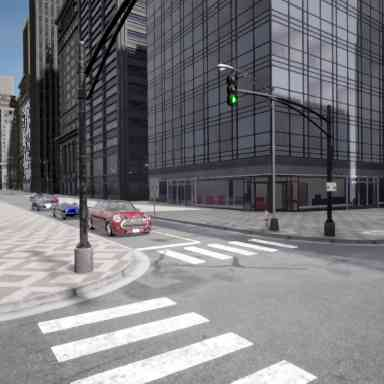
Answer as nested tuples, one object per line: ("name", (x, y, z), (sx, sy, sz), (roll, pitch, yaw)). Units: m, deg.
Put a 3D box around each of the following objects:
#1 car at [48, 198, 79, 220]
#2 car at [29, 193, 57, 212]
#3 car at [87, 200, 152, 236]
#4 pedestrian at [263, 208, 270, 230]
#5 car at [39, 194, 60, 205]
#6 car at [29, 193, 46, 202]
("car", (-9.616, 1.390, 26.083), (1.895, 1.301, 4.718), (-1, 1, -34))
("car", (-15.446, 1.179, 34.669), (2.128, 1.511, 4.902), (-1, 1, -34))
("car", (-3.931, 1.234, 17.708), (2.097, 1.767, 4.553), (-1, 1, -34))
("pedestrian", (3.894, 1.374, 17.302), (0.500, 1.100, 0.500), (0, 0, -34))
("car", (-20.585, 1.064, 47.886), (1.994, 1.385, 4.181), (-1, 1, -34))
("car", (-26.145, 0.884, 56.046), (1.837, 1.490, 4.892), (-1, 1, -34))
